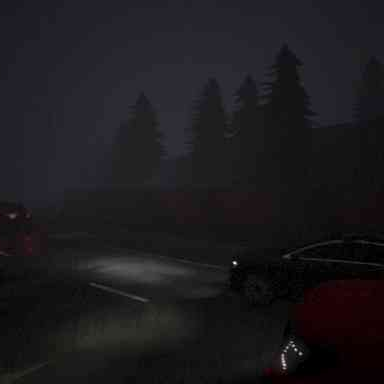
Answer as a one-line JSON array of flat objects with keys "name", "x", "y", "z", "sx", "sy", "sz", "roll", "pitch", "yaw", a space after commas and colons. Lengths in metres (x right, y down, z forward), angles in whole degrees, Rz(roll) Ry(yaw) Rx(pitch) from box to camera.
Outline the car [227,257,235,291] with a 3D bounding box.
[{"name": "car", "x": 3.004, "y": 1.510, "z": 6.300, "sx": 4.902, "sy": 1.511, "sz": 2.128, "roll": 0, "pitch": 0, "yaw": 37}]

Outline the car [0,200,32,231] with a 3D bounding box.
[{"name": "car", "x": -11.103, "y": 1.348, "z": 19.578, "sx": 2.097, "sy": 1.767, "sz": 4.553, "roll": 0, "pitch": 0, "yaw": -41}]

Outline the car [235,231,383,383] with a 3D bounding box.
[{"name": "car", "x": 3.232, "y": 1.237, "z": 1.787, "sx": 5.566, "sy": 2.045, "sz": 2.150, "roll": 0, "pitch": 0, "yaw": 35}]
